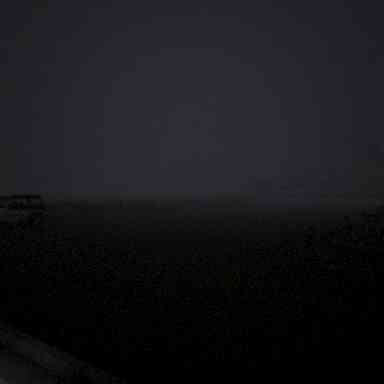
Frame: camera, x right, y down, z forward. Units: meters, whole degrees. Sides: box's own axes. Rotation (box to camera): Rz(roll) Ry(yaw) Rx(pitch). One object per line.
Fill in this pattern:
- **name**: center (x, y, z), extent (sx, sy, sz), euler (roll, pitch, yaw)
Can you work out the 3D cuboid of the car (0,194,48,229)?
- **car**: center (-9.524, 1.077, 17.320), extent (1.905, 1.878, 3.866), euler (1, 0, 35)
